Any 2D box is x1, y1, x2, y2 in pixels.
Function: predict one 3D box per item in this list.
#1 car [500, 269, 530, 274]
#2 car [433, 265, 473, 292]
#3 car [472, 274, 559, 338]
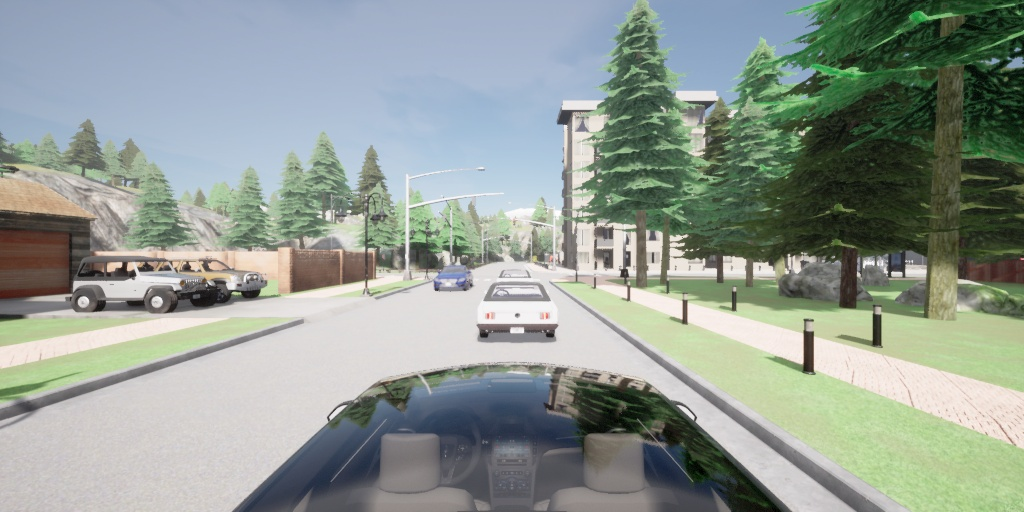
[{"bbox_3d":[0.160,1.351,19.316,1.895,1.301,4.718,0,0,0],"label":"car"},{"bbox_3d":[-3.436,1.277,21.704,1.812,1.442,4.674,0,0,0],"label":"car"},{"bbox_3d":[0.131,1.351,10.148,1.895,1.301,4.718,0,0,0],"label":"car"}]
